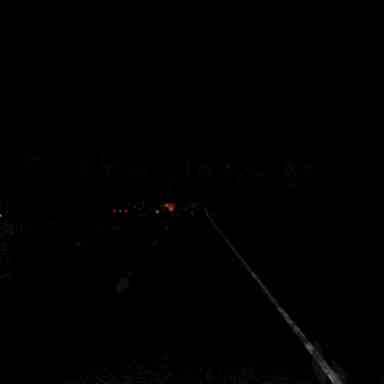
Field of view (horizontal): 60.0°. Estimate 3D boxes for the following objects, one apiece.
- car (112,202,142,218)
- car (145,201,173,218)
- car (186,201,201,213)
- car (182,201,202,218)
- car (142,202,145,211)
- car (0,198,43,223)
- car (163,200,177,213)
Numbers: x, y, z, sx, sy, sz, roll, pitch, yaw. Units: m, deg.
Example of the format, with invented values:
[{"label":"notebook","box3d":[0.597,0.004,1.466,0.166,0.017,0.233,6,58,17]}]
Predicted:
[{"label":"car","box3d":[-6.964,1.929,34.961,2.033,1.411,5.357,0,-1,1]},{"label":"car","box3d":[-3.460,1.950,35.371,1.994,1.385,4.181,0,-1,1]},{"label":"car","box3d":[0.260,1.972,45.350,1.882,1.535,5.008,0,0,2]},{"label":"car","box3d":[0.036,1.907,34.958,1.812,1.442,4.674,0,-1,1]},{"label":"car","box3d":[-6.746,2.020,45.321,1.812,1.442,4.674,0,-1,1]},{"label":"car","box3d":[-15.002,1.538,28.869,2.150,2.045,5.566,0,-1,0]},{"label":"car","box3d":[-3.248,1.845,45.201,2.097,1.767,4.553,0,-1,1]}]
